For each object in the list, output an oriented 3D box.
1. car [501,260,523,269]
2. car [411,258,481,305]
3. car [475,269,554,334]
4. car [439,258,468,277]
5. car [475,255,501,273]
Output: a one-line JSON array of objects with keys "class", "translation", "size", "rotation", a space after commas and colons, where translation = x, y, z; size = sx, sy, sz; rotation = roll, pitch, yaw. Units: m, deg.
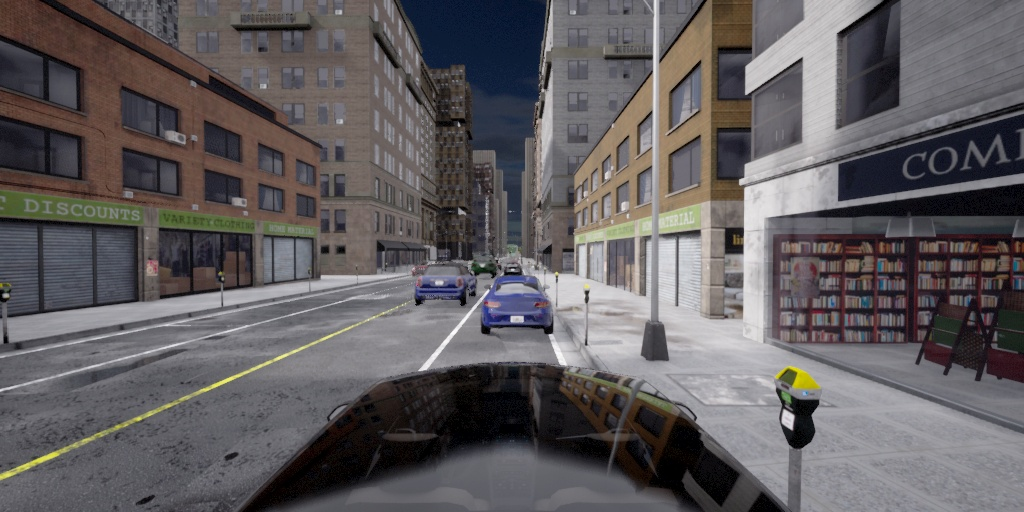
[{"class": "car", "translation": [0.118, 1.315, 34.902], "size": [1.948, 1.339, 4.313], "rotation": [0, 0, 1]}, {"class": "car", "translation": [-2.816, 1.098, 16.131], "size": [2.097, 1.767, 4.553], "rotation": [0, 0, 1]}, {"class": "car", "translation": [0.151, 1.274, 10.466], "size": [1.812, 1.442, 4.674], "rotation": [0, 0, 1]}, {"class": "car", "translation": [-5.724, 1.101, 35.548], "size": [2.097, 1.767, 4.553], "rotation": [0, 0, 1]}, {"class": "car", "translation": [-2.553, 0.970, 34.213], "size": [2.150, 2.045, 5.566], "rotation": [0, 0, 1]}]
